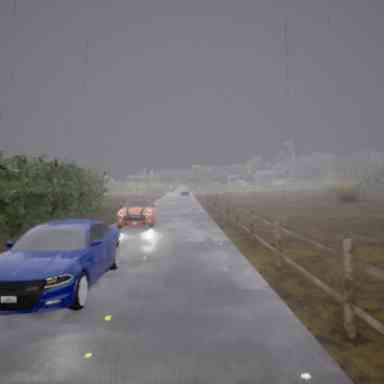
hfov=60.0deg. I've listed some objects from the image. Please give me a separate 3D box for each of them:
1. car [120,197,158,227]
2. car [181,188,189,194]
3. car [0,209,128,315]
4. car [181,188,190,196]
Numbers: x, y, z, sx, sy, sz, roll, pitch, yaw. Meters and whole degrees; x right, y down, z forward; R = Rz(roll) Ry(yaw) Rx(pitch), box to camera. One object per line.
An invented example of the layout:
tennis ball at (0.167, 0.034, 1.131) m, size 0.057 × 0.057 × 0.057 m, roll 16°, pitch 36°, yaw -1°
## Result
car at (-3.253, 1.119, 20.432) m, size 2.097 × 1.767 × 4.553 m, roll -1°, pitch 1°, yaw -3°
car at (-1.725, -0.205, 82.829) m, size 2.033 × 1.411 × 5.357 m, roll -1°, pitch 1°, yaw -1°
car at (-2.983, 1.423, 7.843) m, size 1.882 × 1.535 × 5.008 m, roll -1°, pitch 1°, yaw -1°
car at (-1.502, 0.143, 72.457) m, size 1.882 × 1.535 × 5.008 m, roll -1°, pitch 1°, yaw -1°
